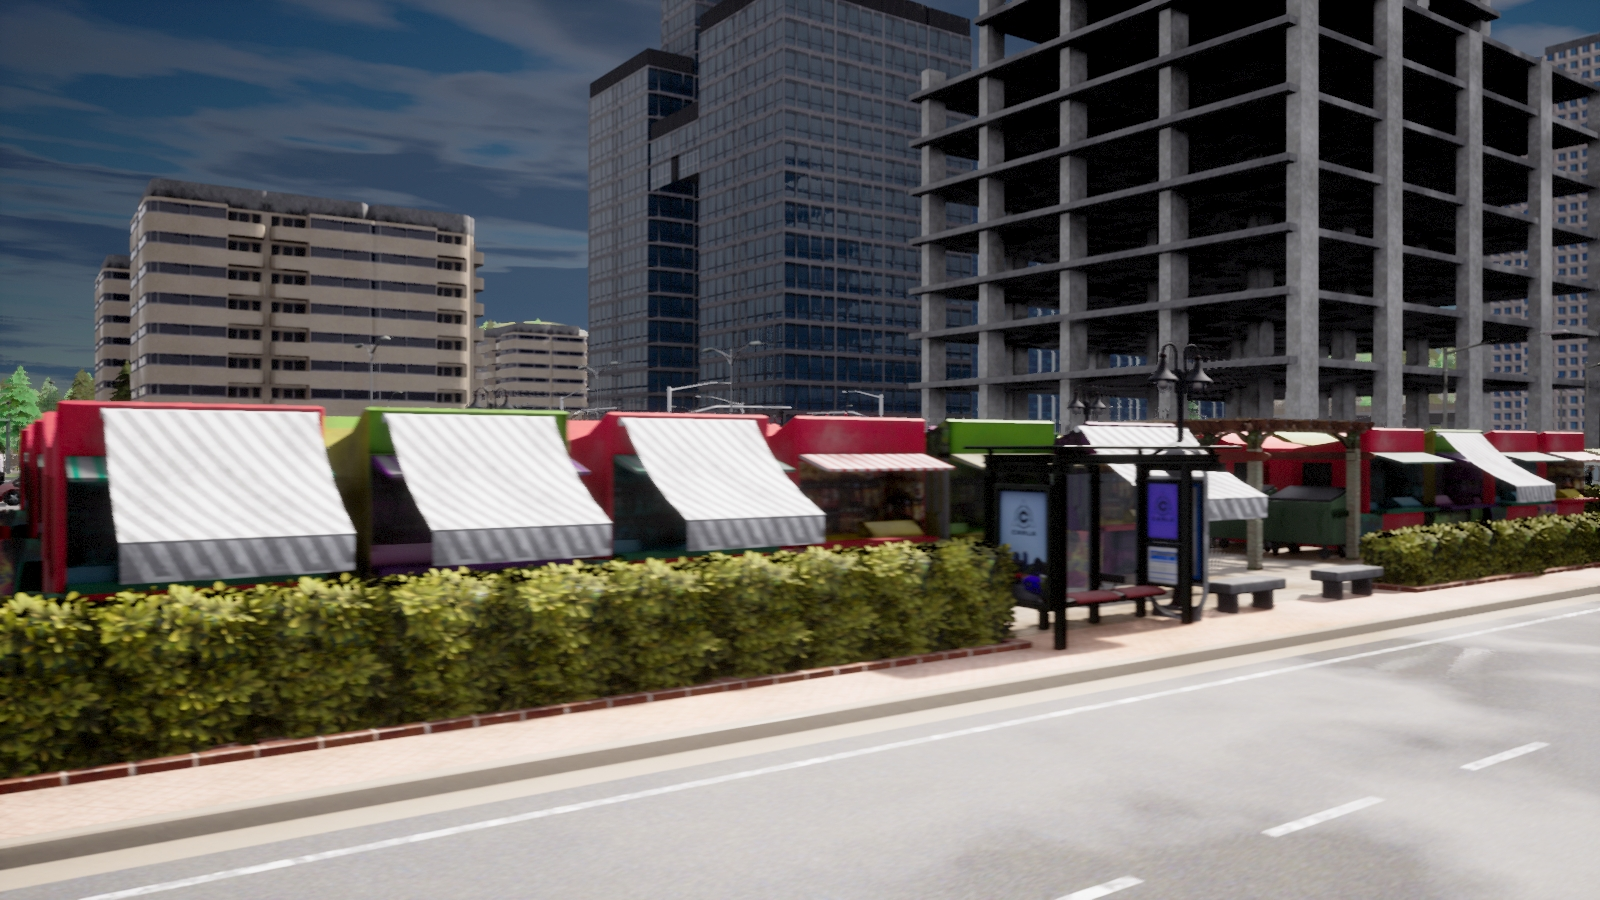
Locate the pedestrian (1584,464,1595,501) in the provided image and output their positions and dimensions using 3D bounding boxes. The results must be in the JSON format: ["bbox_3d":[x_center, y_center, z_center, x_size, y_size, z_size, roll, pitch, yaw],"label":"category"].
[{"bbox_3d":[39.783,1.640,57.576,0.375,1.860,0.375,0,0,-36],"label":"pedestrian"}]
